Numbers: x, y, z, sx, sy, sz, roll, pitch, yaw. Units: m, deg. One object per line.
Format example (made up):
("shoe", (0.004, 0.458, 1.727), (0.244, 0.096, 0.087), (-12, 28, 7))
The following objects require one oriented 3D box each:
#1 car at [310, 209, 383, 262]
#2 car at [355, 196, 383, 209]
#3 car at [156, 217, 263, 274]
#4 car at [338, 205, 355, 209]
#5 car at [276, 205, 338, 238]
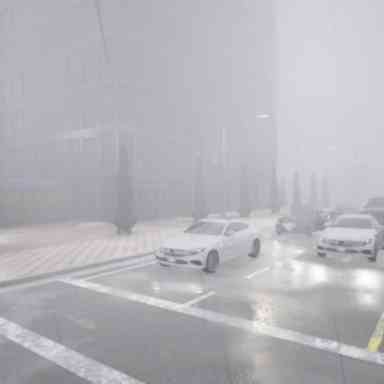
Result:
("car", (6.184, 1.573, 12.586), (1.812, 1.442, 4.674), (-1, -1, 36))
("car", (11.755, 1.277, 20.139), (2.150, 2.045, 5.566), (-1, -1, 37))
("car", (0.806, 1.611, 11.184), (1.812, 1.442, 4.674), (-1, -1, 36))
("car", (12.326, 1.703, 26.786), (1.895, 1.301, 4.718), (-1, -1, 36))
("car", (6.301, 1.585, 18.631), (2.128, 1.511, 4.902), (-1, -1, 36))
